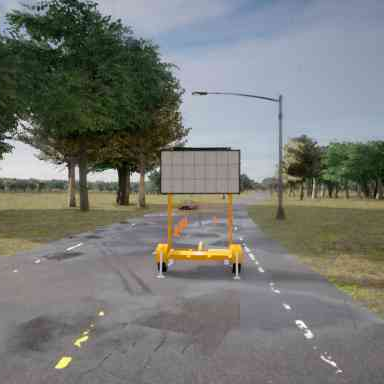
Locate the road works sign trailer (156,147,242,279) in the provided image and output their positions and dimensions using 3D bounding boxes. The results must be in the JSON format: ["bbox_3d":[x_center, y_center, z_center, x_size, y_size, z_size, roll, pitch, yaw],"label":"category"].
[{"bbox_3d":[0.246,0.465,10.057,2.380,3.560,2.880,0,0,3],"label":"road works sign trailer"}]

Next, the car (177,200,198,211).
[{"bbox_3d":[-0.466,1.597,37.662,1.994,1.385,4.181,0,0,9],"label":"car"}]
